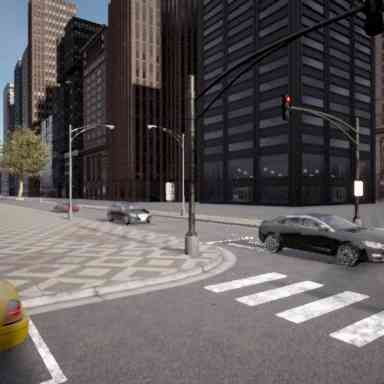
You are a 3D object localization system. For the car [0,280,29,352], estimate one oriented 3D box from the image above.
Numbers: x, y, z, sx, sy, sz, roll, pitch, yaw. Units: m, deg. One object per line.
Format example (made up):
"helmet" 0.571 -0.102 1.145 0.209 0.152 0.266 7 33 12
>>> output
"car" -4.436 1.526 3.487 4.829 1.417 1.752 0 0 -36

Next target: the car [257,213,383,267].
"car" 4.509 1.505 11.701 2.128 1.511 4.902 0 0 -36

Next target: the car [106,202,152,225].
"car" -4.717 1.538 24.523 2.128 1.511 4.902 0 0 -36

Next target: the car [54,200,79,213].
"car" -14.354 1.655 37.934 1.994 1.385 4.181 0 0 -36
